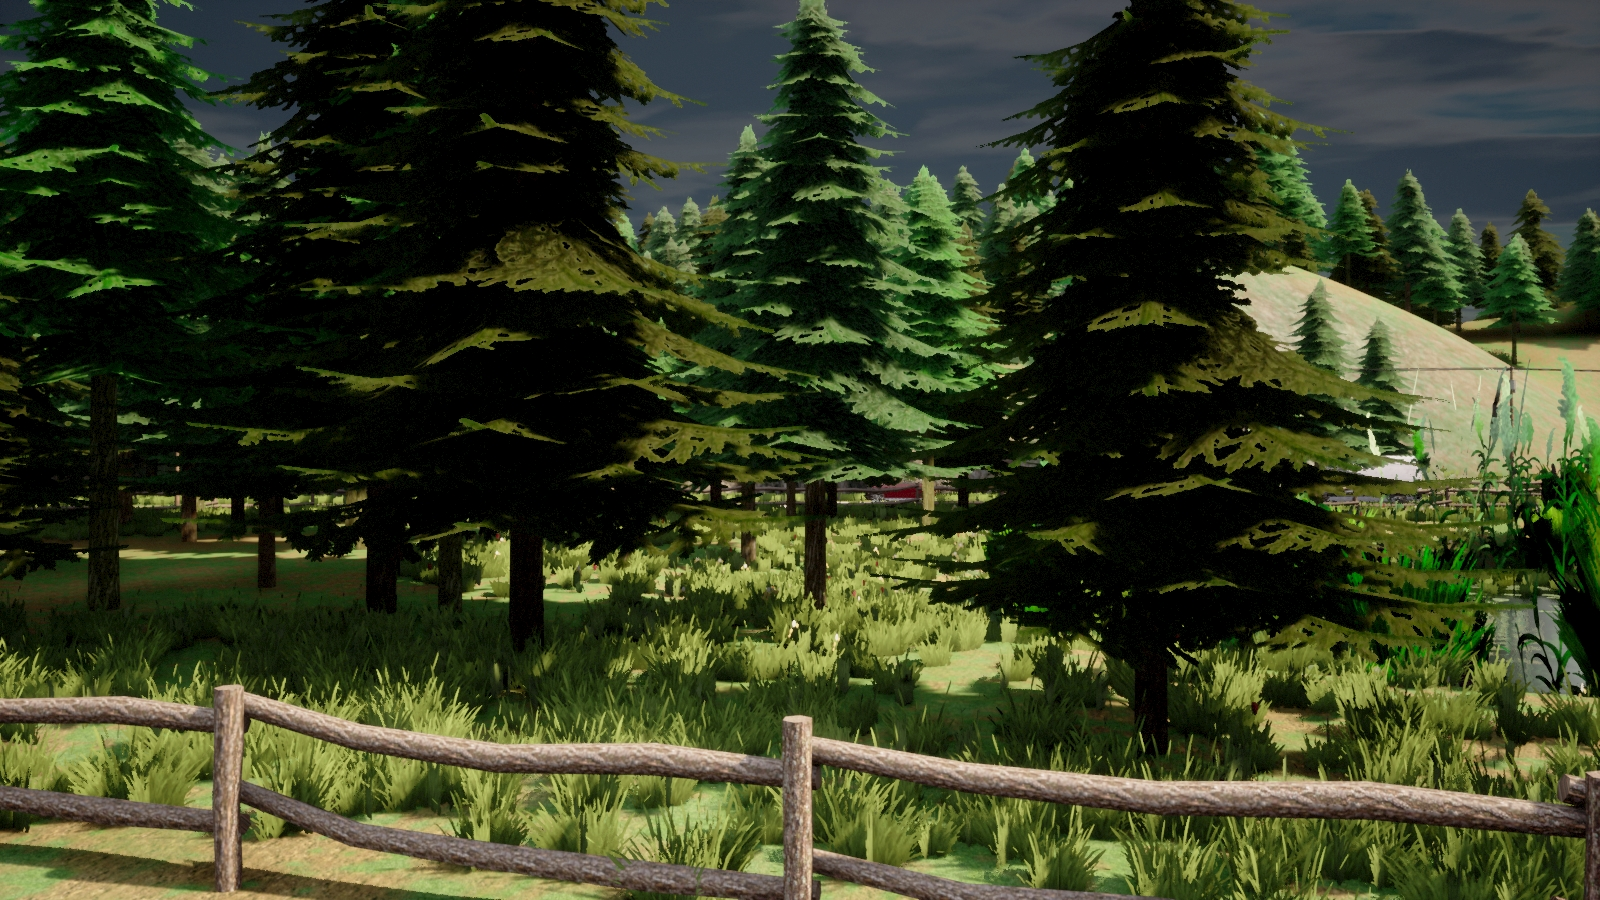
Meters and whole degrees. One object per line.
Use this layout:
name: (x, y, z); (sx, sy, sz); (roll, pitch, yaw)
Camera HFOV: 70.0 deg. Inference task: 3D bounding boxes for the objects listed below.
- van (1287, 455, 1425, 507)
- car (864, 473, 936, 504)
van: (28.040, 1.535, 57.784); (5.915, 2.561, 1.988); (0, 0, 7)
car: (5.230, 2.026, 60.066); (3.705, 1.549, 1.789); (0, 0, 3)
